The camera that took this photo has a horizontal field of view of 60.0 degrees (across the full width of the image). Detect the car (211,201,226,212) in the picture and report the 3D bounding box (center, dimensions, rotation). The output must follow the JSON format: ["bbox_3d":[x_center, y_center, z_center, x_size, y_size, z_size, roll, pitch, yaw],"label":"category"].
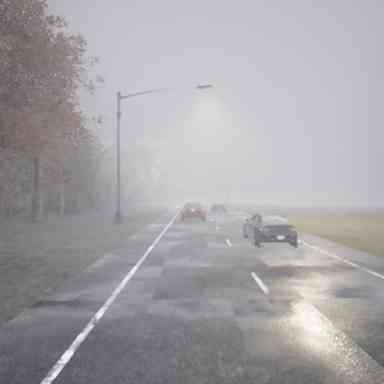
[{"bbox_3d":[3.599,1.975,46.188,1.812,1.442,4.674,0,0,0],"label":"car"}]

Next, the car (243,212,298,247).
[{"bbox_3d":[3.597,1.686,15.761,1.812,1.442,4.674,0,0,0],"label":"car"}]

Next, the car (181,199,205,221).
[{"bbox_3d":[0.100,1.658,30.820,2.097,1.767,4.553,0,0,0],"label":"car"}]

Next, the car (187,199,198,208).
[{"bbox_3d":[0.099,2.060,60.462,1.882,1.535,5.008,0,-1,0],"label":"car"}]
